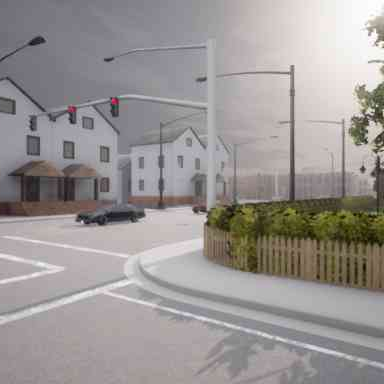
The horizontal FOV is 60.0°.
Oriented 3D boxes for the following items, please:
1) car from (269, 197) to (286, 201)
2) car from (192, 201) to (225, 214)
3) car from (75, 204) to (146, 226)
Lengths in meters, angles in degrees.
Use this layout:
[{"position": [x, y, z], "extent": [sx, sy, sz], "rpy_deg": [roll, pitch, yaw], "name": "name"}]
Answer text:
[{"position": [12.977, 1.500, 50.608], "extent": [1.837, 1.490, 4.892], "rpy_deg": [0, -1, 35], "name": "car"}, {"position": [1.947, 1.594, 34.741], "extent": [1.895, 1.301, 4.718], "rpy_deg": [0, 0, 35], "name": "car"}, {"position": [-5.612, 1.540, 23.781], "extent": [2.033, 1.411, 5.357], "rpy_deg": [0, 0, 35], "name": "car"}]
